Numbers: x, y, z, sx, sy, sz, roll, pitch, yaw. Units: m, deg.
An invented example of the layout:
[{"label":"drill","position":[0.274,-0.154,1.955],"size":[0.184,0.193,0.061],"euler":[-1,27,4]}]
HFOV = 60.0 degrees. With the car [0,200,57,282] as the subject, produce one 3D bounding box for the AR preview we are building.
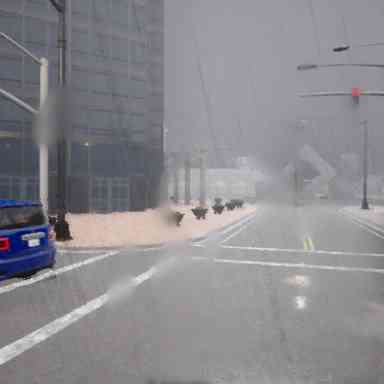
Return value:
[{"label":"car","position":[-6.027,1.210,8.082],"size":[5.566,2.045,2.150],"euler":[0,0,17]}]
